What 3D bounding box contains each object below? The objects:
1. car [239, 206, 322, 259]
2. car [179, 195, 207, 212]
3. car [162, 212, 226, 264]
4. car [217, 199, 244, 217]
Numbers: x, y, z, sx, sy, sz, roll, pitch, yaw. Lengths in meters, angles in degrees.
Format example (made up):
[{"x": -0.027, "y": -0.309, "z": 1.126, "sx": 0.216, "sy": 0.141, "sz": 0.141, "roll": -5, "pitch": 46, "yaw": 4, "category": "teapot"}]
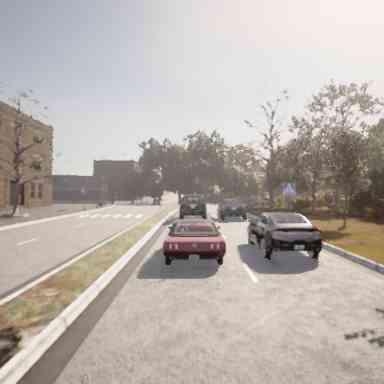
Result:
[{"x": 3.328, "y": 1.498, "z": 12.688, "sx": 2.128, "sy": 1.511, "sz": 4.902, "roll": 0, "pitch": 0, "yaw": 0, "category": "car"}, {"x": 0.090, "y": 1.237, "z": 27.784, "sx": 2.150, "sy": 2.045, "sz": 5.566, "roll": 0, "pitch": 0, "yaw": 0, "category": "car"}, {"x": 0.076, "y": 1.608, "z": 11.869, "sx": 1.895, "sy": 1.301, "sz": 4.718, "roll": 0, "pitch": 0, "yaw": 0, "category": "car"}, {"x": 3.350, "y": 1.369, "z": 28.564, "sx": 2.097, "sy": 1.767, "sz": 4.553, "roll": 0, "pitch": 0, "yaw": 1, "category": "car"}]
